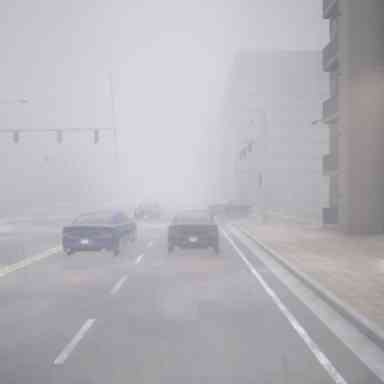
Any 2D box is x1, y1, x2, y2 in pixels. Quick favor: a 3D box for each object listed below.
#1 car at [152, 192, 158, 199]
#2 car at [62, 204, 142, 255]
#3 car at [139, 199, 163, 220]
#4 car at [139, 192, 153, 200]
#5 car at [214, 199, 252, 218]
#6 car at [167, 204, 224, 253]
[{"bbox_3d":[-10.517,0.929,90.349,2.150,2.045,5.566,0,0,0],"label":"car"},{"bbox_3d":[-3.439,1.445,13.197,1.882,1.535,5.008,0,0,0],"label":"car"},{"bbox_3d":[-3.442,1.533,27.374,1.895,1.301,4.718,0,0,0],"label":"car"},{"bbox_3d":[-10.514,1.342,73.948,2.128,1.511,4.902,0,0,0],"label":"car"},{"bbox_3d":[3.456,1.404,29.490,1.882,1.535,5.008,-1,-1,39],"label":"car"},{"bbox_3d":[0.063,1.444,13.582,1.882,1.535,5.008,0,0,0],"label":"car"}]
